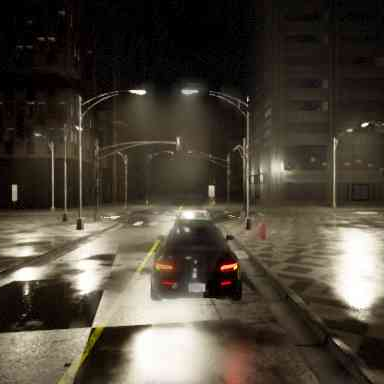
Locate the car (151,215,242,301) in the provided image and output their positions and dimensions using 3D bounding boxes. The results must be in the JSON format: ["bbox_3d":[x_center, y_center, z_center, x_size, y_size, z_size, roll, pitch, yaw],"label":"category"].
[{"bbox_3d":[0.087,1.522,8.166,1.812,1.442,4.674,0,0,0],"label":"car"}]

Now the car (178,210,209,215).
[{"bbox_3d":[0.078,1.590,17.191,1.895,1.301,4.718,0,0,0],"label":"car"}]
